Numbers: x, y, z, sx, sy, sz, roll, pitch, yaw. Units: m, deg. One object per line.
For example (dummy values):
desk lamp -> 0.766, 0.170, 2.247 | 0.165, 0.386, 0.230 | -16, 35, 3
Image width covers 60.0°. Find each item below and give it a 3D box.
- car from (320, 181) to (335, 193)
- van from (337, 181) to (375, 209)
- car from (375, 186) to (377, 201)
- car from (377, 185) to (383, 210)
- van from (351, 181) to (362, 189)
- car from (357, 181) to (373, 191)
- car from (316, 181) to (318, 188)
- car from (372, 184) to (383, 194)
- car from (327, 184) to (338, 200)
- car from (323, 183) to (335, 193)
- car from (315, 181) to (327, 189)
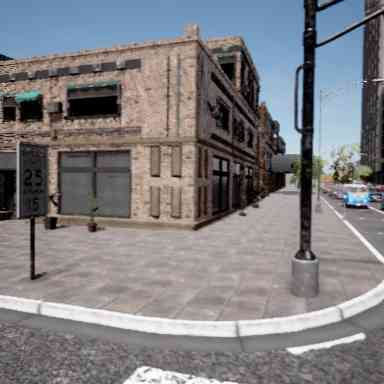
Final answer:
car -> 21.606, -0.724, 52.361 | 2.192, 1.841, 5.009 | 2, 3, 19
van -> 12.785, 0.304, 26.153 | 1.690, 1.788, 3.998 | 2, 3, 19
car -> 17.948, 0.212, 33.385 | 1.837, 1.490, 4.892 | 1, 3, 19
car -> 14.145, 0.493, 22.111 | 2.097, 1.767, 4.553 | 1, 2, 19
van -> 40.130, -1.724, 81.139 | 1.690, 1.788, 3.998 | 2, 3, 19
car -> 36.602, -1.349, 70.654 | 2.192, 1.841, 5.009 | 2, 3, 19
car -> 28.603, -1.310, 73.178 | 1.752, 1.417, 4.829 | 2, 3, 19
car -> 31.304, -0.518, 54.937 | 1.887, 1.381, 4.507 | 2, 3, 19
car -> 16.307, 0.144, 36.648 | 1.802, 1.307, 4.206 | 2, 3, 19
car -> 18.072, -0.073, 41.889 | 1.947, 1.339, 4.313 | 2, 3, 19
car -> 30.427, -1.727, 78.571 | 2.192, 1.841, 5.009 | 2, 3, 19
